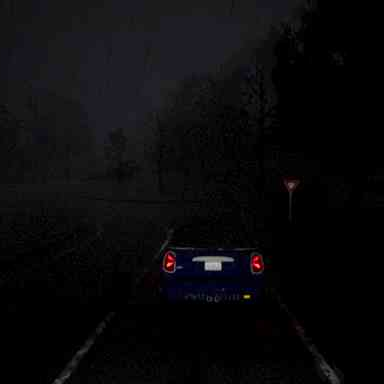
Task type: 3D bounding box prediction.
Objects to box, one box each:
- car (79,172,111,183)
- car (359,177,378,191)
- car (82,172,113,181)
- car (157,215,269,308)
[{"bbox_3d":[-15.792,-2.285,53.206,1.837,1.490,4.892,3,6,36],"label":"car"},{"bbox_3d":[20.078,-0.980,38.577,1.882,1.535,5.008,2,6,16],"label":"car"},{"bbox_3d":[-16.313,-2.717,57.588,1.837,1.490,4.892,3,7,41],"label":"car"},{"bbox_3d":[0.458,1.326,8.068,2.097,1.767,4.553,0,0,2],"label":"car"}]
